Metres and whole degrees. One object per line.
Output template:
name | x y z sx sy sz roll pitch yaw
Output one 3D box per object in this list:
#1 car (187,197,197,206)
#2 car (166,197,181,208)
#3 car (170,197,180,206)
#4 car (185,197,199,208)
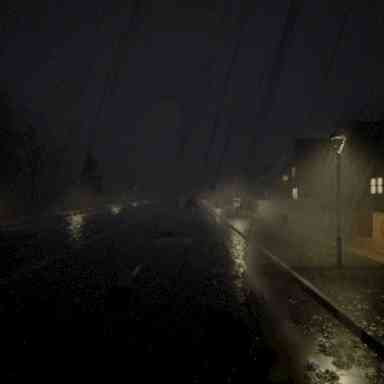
car | 0.006 1.819 63.714 1.837 1.490 4.892 0 0 0
car | -3.242 1.773 54.413 2.128 1.511 4.902 0 0 0
car | -3.244 1.826 64.544 1.837 1.490 4.892 0 0 0
car | 0.008 1.628 53.509 2.097 1.767 4.553 0 0 0
